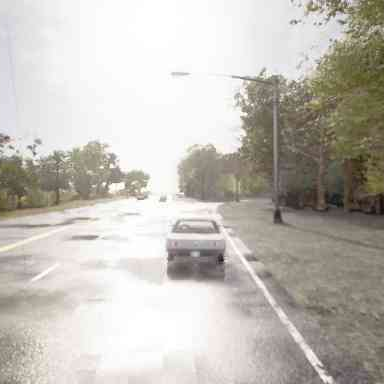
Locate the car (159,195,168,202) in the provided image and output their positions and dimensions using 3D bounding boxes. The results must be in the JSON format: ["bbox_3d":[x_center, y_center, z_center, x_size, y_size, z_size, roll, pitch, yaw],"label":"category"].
[{"bbox_3d":[-6.767,1.568,77.413,2.033,1.411,5.357,-1,0,-4],"label":"car"}]

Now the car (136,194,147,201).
[{"bbox_3d":[-14.155,1.656,91.398,1.994,1.385,4.181,-1,0,-4],"label":"car"}]

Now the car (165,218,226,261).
[{"bbox_3d":[0.143,1.606,12.334,1.895,1.301,4.718,1,0,1],"label":"car"}]
